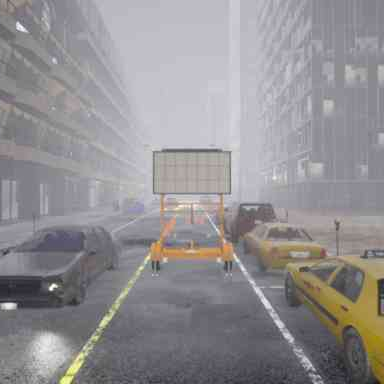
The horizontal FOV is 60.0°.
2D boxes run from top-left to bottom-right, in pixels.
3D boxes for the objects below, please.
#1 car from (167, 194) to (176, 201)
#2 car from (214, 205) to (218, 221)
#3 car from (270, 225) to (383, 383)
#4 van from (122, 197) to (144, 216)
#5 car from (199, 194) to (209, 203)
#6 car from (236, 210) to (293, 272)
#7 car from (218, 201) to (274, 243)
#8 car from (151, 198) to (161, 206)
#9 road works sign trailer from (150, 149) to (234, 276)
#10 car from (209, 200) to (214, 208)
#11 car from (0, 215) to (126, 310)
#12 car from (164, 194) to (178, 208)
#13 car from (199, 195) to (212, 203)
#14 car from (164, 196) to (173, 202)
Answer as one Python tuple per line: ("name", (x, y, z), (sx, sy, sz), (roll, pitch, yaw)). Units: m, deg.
("car", (-5.683, 1.542, 93.294), (2.192, 1.841, 5.009), (1, 0, 0))
("car", (2.701, 1.582, 21.495), (1.947, 1.339, 4.313), (1, 0, 0))
("car", (2.702, 1.528, 5.098), (1.752, 1.417, 4.829), (1, 0, 0))
("van", (-5.677, 1.373, 32.542), (1.690, 1.788, 3.998), (1, 0, 0))
("car", (2.699, 1.471, 76.725), (2.192, 1.841, 5.009), (1, 0, 0))
("car", (2.702, 1.532, 10.621), (1.752, 1.417, 4.829), (1, 0, 0))
("car", (2.705, 1.326, 15.973), (2.192, 1.841, 5.009), (1, 0, 0))
("car", (-5.683, 1.665, 54.633), (1.802, 1.307, 4.206), (1, 0, 0))
("road works sign trailer", (0.000, 0.471, 10.325), (2.380, 3.560, 2.880), (0, 0, 0))
("car", (2.701, 1.568, 27.019), (1.887, 1.381, 4.507), (1, 0, 0))
("car", (-3.101, 1.552, 8.295), (2.033, 1.411, 5.357), (0, 0, 0))
("car", (-3.099, 1.547, 49.944), (1.882, 1.535, 5.008), (0, 0, 0))
("car", (2.697, 1.666, 60.155), (1.947, 1.339, 4.313), (1, 0, 0))
("car", (-5.684, 1.722, 82.247), (1.887, 1.381, 4.507), (1, 0, 0))
